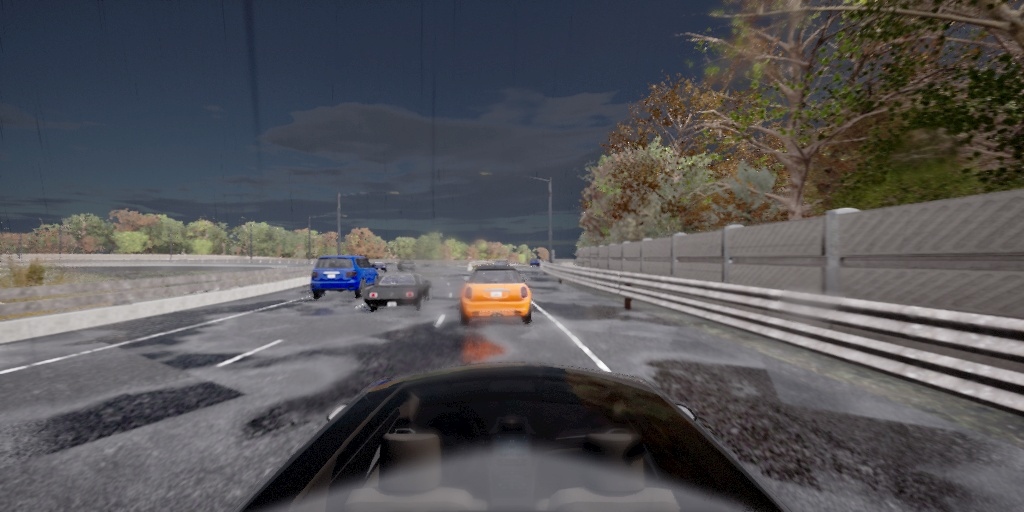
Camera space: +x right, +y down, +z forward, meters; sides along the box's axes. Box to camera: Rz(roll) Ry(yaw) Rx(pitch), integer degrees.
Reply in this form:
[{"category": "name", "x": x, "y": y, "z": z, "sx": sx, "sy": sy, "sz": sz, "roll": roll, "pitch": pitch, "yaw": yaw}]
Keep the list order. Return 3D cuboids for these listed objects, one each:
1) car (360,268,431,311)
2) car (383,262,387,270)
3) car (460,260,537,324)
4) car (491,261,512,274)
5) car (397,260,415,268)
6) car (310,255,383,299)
[{"category": "car", "x": -4.382, "y": 1.361, "z": 14.499, "sx": 1.895, "sy": 1.301, "sz": 4.718, "roll": 0, "pitch": 0, "yaw": -7}, {"category": "car", "x": -18.013, "y": 1.393, "z": 48.006, "sx": 1.895, "sy": 1.301, "sz": 4.718, "roll": 0, "pitch": 0, "yaw": -26}, {"category": "car", "x": -0.579, "y": 1.100, "z": 12.229, "sx": 2.097, "sy": 1.767, "sz": 4.553, "roll": 0, "pitch": 0, "yaw": -4}, {"category": "car", "x": -1.192, "y": 1.285, "z": 42.385, "sx": 2.033, "sy": 1.411, "sz": 5.357, "roll": 0, "pitch": 0, "yaw": 4}, {"category": "car", "x": -14.273, "y": 1.271, "z": 48.206, "sx": 2.128, "sy": 1.511, "sz": 4.902, "roll": 0, "pitch": 0, "yaw": -25}, {"category": "car", "x": -8.523, "y": 0.994, "z": 18.684, "sx": 2.150, "sy": 2.045, "sz": 5.566, "roll": 0, "pitch": 0, "yaw": -10}]
